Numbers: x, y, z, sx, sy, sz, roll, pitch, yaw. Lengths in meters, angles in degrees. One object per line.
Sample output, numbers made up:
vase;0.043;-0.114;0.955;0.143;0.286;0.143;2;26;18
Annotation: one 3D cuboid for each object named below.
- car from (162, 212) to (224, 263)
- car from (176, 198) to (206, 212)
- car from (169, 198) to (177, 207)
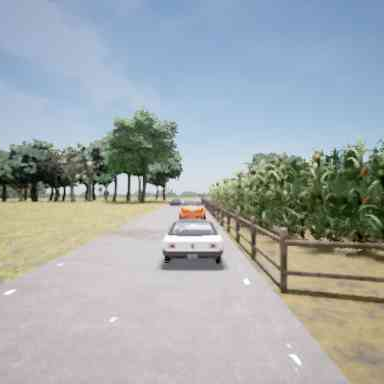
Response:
car;0.042;1.633;12.096;1.895;1.301;4.718;0;0;1
car;0.049;1.438;27.664;2.097;1.767;4.553;0;0;0
car;-2.811;1.813;58.019;1.994;1.385;4.181;0;0;0
